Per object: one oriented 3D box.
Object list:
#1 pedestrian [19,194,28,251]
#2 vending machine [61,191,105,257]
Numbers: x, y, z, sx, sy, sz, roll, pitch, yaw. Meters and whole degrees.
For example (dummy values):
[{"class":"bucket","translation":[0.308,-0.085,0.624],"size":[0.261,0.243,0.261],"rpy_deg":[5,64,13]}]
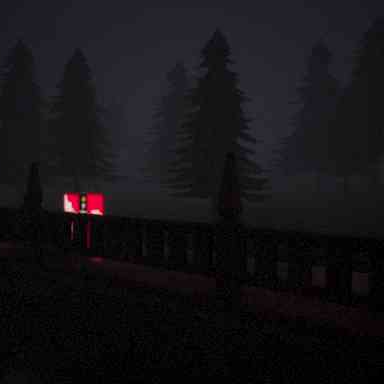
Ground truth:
[{"class":"pedestrian","translation":[-5.250,0.957,10.559],"size":[0.375,1.860,0.375],"rpy_deg":[1,1,30]},{"class":"vending machine","translation":[-3.691,1.025,11.332],"size":[0.880,2.100,1.100],"rpy_deg":[1,1,30]}]
